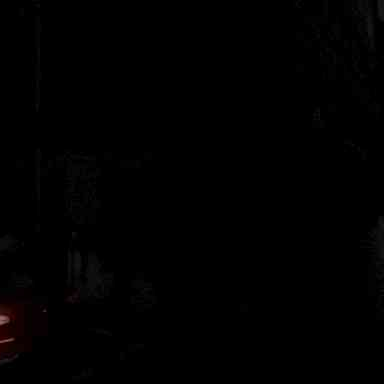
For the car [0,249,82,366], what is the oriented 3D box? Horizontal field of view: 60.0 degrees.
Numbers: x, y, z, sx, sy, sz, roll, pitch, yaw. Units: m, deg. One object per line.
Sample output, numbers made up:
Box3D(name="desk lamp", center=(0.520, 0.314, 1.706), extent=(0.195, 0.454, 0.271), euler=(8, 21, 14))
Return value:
Box3D(name="car", center=(-3.476, 1.582, 5.289), extent=(4.206, 1.307, 1.802), euler=(0, 0, 36))
